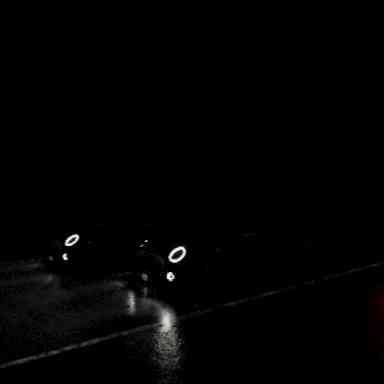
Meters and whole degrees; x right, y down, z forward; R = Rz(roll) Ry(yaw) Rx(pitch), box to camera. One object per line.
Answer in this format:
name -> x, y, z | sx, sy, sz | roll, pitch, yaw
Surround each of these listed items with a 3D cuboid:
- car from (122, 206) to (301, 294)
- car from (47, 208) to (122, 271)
car -> 0.768, 1.309, 8.802 | 4.553, 1.767, 2.097 | -1, 0, -35
car -> -2.251, 1.319, 10.954 | 4.553, 1.767, 2.097 | -1, 0, -35
